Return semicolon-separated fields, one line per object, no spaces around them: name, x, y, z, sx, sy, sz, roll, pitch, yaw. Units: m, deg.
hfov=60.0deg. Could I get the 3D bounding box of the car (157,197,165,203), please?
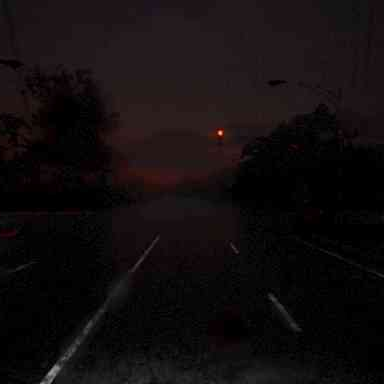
car;-7.641;1.892;82.907;2.033;1.411;5.357;0;0;-3
